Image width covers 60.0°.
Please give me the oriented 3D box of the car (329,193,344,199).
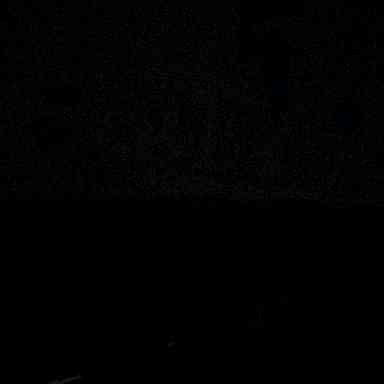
[{"bbox_3d":[37.566,1.154,86.675,1.837,1.490,4.892,1,1,-9],"label":"car"}]
